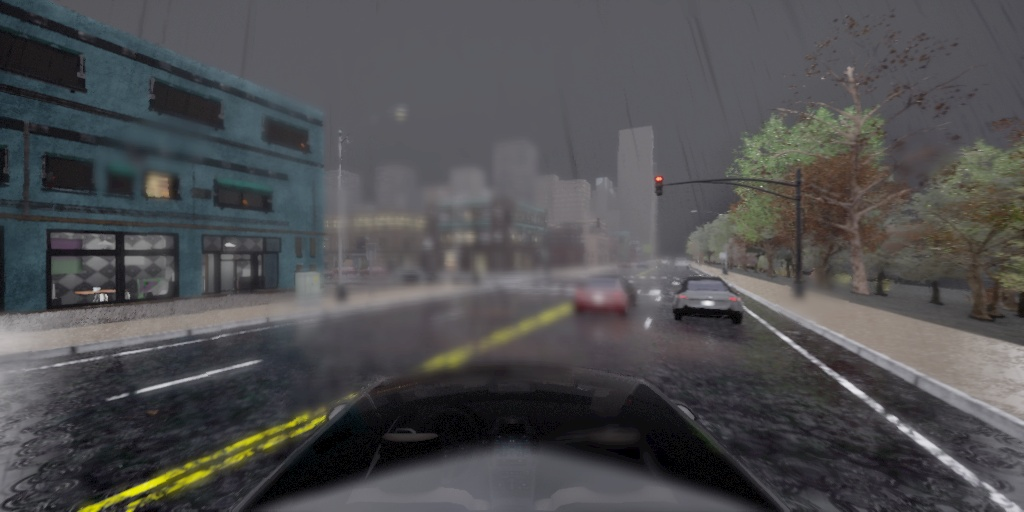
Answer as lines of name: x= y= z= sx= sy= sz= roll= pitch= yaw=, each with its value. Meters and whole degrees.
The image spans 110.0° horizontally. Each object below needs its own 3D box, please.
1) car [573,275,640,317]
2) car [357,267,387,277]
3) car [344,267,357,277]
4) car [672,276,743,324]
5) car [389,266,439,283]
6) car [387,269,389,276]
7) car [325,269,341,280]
car: x=3.773 y=1.423 z=13.971 sx=1.994 sy=1.385 sz=4.181 roll=0 pitch=-1 yaw=25
car: x=-17.962 y=2.092 z=47.426 sx=4.207 sy=1.307 sz=1.802 roll=0 pitch=0 yaw=25
car: x=-22.977 y=2.179 z=49.765 sx=4.207 sy=1.307 sz=1.802 roll=0 pitch=0 yaw=25
car: x=6.727 y=1.408 z=12.613 sx=1.994 sy=1.385 sz=4.181 roll=0 pitch=-1 yaw=25
car: x=-8.978 y=1.869 z=33.854 sx=4.313 sy=1.339 sz=1.948 roll=0 pitch=0 yaw=25
car: x=-12.945 y=1.971 z=45.086 sx=4.403 sy=1.370 sz=2.007 roll=0 pitch=0 yaw=25
car: x=-21.502 y=1.966 z=39.829 sx=4.097 sy=1.591 sz=1.967 roll=0 pitch=0 yaw=25
